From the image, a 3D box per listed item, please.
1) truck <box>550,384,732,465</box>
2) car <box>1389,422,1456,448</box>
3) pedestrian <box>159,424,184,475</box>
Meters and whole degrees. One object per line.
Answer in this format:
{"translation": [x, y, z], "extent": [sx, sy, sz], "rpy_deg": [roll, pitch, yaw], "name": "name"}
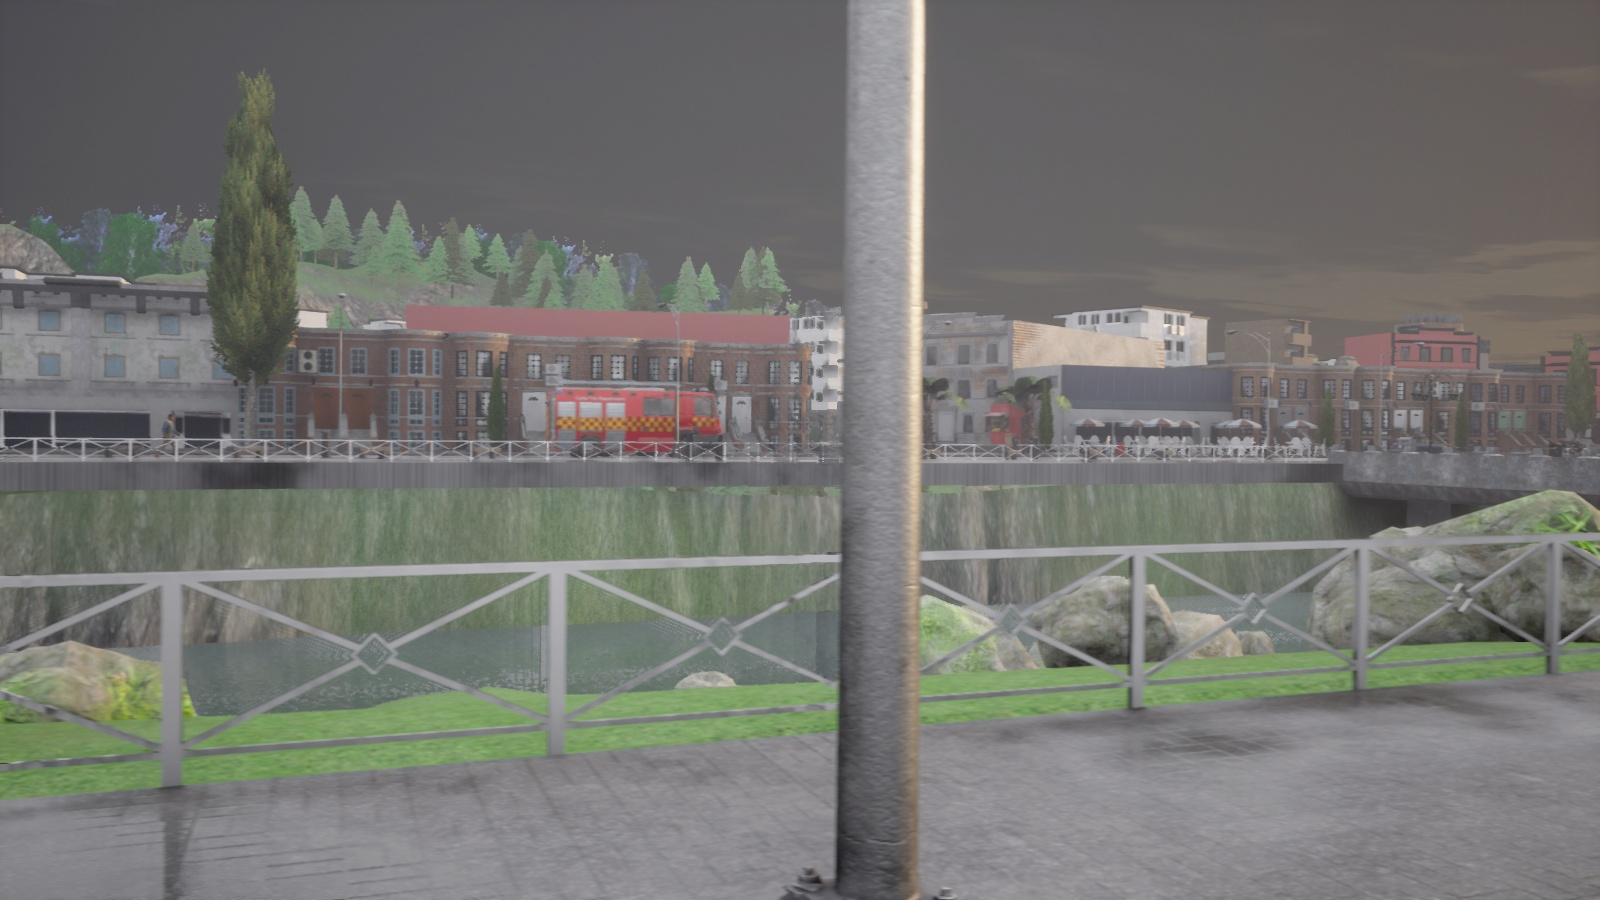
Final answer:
{"translation": [-7.889, -1.298, 62.444], "extent": [8.468, 3.827, 2.891], "rpy_deg": [-1, 1, -21], "name": "truck"}
{"translation": [39.984, -0.969, 80.657], "extent": [3.705, 1.549, 1.789], "rpy_deg": [-1, 1, -21], "name": "car"}
{"translation": [-24.603, -0.026, 49.184], "extent": [0.788, 1.949, 0.423], "rpy_deg": [-1, 1, -16], "name": "pedestrian"}
